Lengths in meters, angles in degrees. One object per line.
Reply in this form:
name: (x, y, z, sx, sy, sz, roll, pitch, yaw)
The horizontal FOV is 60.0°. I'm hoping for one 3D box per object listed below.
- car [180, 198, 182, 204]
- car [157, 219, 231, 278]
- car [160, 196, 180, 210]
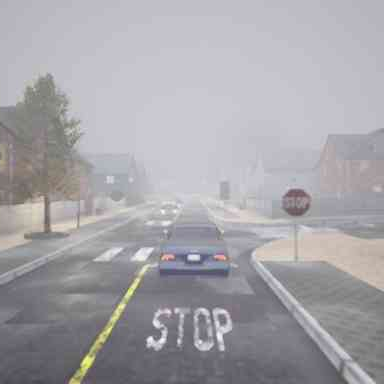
car: (-2.795, 1.457, 59.741, 1.994, 1.385, 4.181, 0, 0, 1)
car: (0.060, 1.530, 10.037, 2.033, 1.411, 5.357, 0, 0, 0)
car: (-2.845, 1.449, 42.524, 1.812, 1.442, 4.674, 0, 0, 0)
